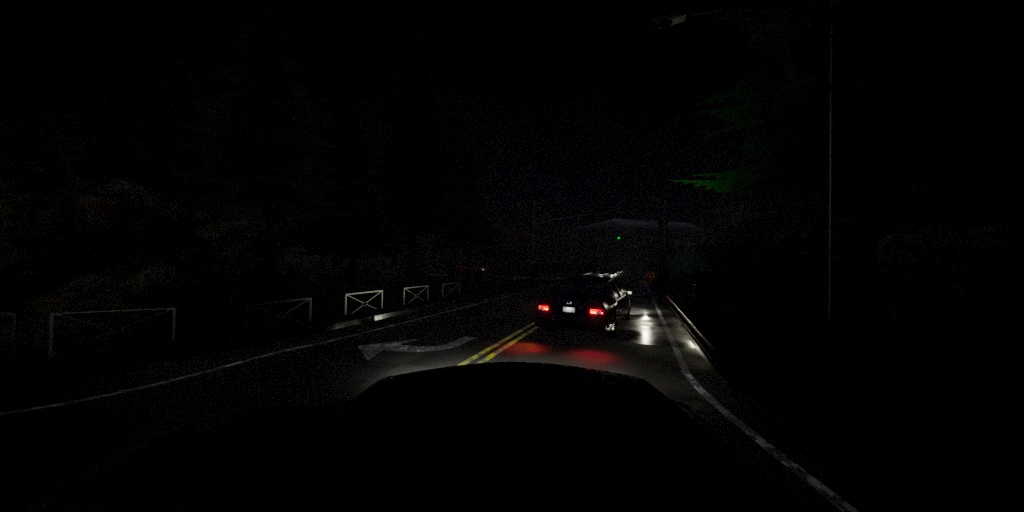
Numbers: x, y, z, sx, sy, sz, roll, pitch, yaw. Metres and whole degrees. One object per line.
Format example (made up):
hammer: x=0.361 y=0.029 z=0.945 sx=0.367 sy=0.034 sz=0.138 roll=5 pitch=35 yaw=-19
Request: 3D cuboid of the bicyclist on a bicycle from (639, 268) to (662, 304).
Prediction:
bicyclist on a bicycle: x=6.377 y=1.367 z=16.484 sx=1.656 sy=1.620 sz=0.582 roll=1 pitch=-1 yaw=-32

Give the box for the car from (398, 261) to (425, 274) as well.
car: x=-13.905 y=1.494 z=47.693 sx=4.553 sy=1.767 sz=2.097 roll=1 pitch=-1 yaw=20

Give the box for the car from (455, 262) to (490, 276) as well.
car: x=-5.013 y=1.618 z=44.522 sx=4.553 sy=1.767 sz=2.097 roll=1 pitch=-1 yaw=20

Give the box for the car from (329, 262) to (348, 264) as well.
car: x=-23.312 y=1.540 z=51.306 sx=4.674 sy=1.442 sz=1.812 roll=1 pitch=-1 yaw=23

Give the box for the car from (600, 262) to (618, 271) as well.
car: x=15.437 y=2.044 z=57.935 sx=2.097 sy=1.767 sz=4.553 roll=1 pitch=-1 yaw=20

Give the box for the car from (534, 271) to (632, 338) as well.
car: x=2.272 y=1.292 z=10.264 sx=2.033 sy=1.411 sz=5.357 roll=1 pitch=-1 yaw=24

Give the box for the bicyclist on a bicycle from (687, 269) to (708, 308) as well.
bicyclist on a bicycle: x=7.827 y=1.378 z=15.106 sx=1.656 sy=1.620 sz=0.582 roll=1 pitch=-1 yaw=-35
